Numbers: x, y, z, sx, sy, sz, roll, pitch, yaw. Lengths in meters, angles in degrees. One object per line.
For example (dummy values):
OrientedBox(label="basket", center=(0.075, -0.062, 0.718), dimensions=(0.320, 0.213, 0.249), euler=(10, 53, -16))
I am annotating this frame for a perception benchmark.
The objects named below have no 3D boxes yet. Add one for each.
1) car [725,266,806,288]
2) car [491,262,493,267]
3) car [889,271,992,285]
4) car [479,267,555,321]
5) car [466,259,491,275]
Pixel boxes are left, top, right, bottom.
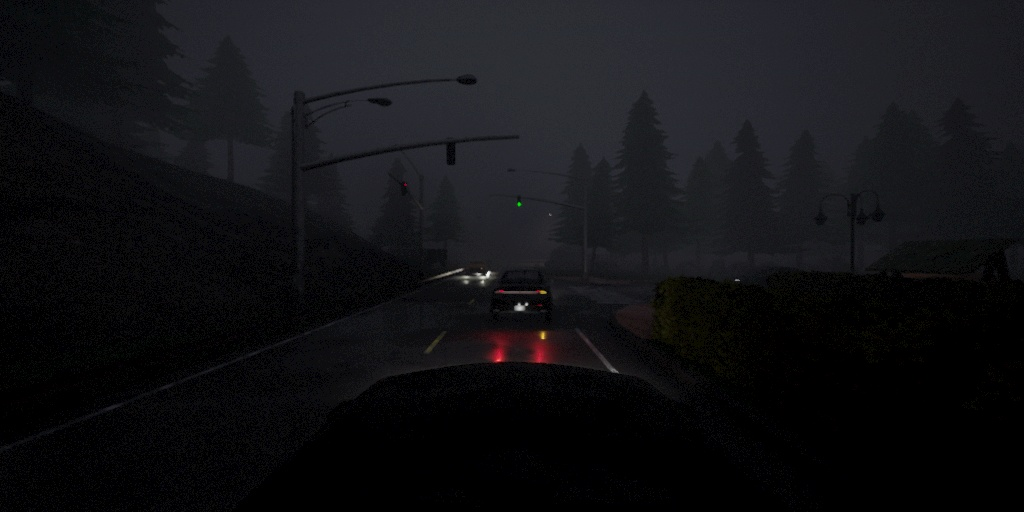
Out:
OrientedBox(label="car", center=(15.698, 1.368, 22.031), dimensions=(4.892, 1.490, 1.837), euler=(0, 0, 0))
OrientedBox(label="car", center=(-3.559, 1.130, 47.315), dimensions=(2.128, 1.511, 4.902), euler=(0, 0, 0))
OrientedBox(label="car", center=(26.048, 1.341, 21.963), dimensions=(5.008, 1.535, 1.882), euler=(0, 0, 1))
OrientedBox(label="car", center=(0.421, 1.216, 12.284), dimensions=(2.128, 1.511, 4.902), euler=(0, 0, 5))
OrientedBox(label="car", center=(-3.597, 1.141, 37.192), dimensions=(1.882, 1.535, 5.008), euler=(0, 0, 0))
